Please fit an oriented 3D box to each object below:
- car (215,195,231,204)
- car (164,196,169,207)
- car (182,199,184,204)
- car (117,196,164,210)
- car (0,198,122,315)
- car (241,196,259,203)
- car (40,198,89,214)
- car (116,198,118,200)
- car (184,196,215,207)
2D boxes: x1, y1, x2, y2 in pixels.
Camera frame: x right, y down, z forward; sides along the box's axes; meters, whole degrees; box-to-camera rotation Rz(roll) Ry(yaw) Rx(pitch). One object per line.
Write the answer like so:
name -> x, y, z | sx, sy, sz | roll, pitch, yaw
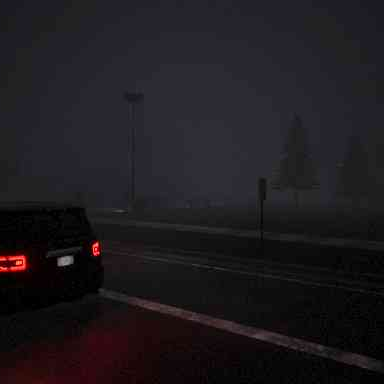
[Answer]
car -> 5.936, 1.351, 65.719 | 2.097, 1.767, 4.553 | 0, 0, 35
car -> -5.514, 1.351, 49.426 | 2.097, 1.767, 4.553 | 0, 0, 35
car -> 0.084, 1.506, 63.499 | 1.837, 1.490, 4.892 | 0, 0, 35
car -> -6.412, 1.547, 42.027 | 2.033, 1.411, 5.357 | 0, 0, 35
car -> -4.269, 1.221, 6.995 | 5.566, 2.045, 2.150 | 0, 0, 35
car -> 11.937, 1.603, 68.149 | 2.033, 1.411, 5.357 | 0, 0, 35
car -> -14.092, 1.505, 37.136 | 1.837, 1.490, 4.892 | 0, 0, 35
car -> -10.259, 1.526, 48.711 | 1.812, 1.442, 4.674 | 0, 0, 35
car -> 1.232, 1.502, 52.973 | 1.837, 1.490, 4.892 | 0, 1, 35
